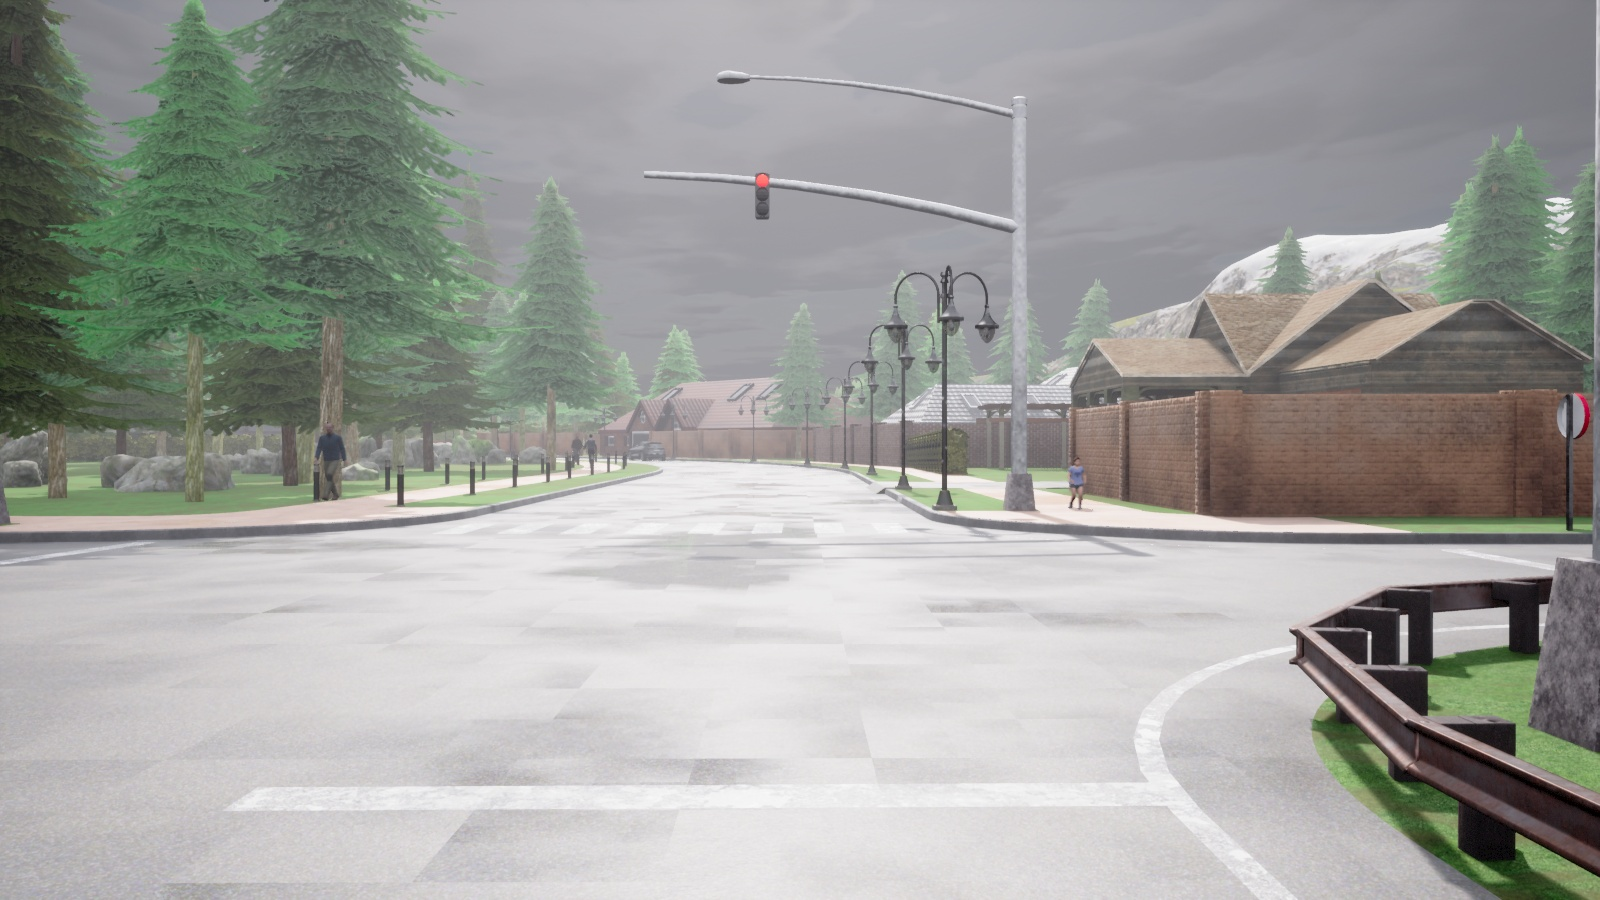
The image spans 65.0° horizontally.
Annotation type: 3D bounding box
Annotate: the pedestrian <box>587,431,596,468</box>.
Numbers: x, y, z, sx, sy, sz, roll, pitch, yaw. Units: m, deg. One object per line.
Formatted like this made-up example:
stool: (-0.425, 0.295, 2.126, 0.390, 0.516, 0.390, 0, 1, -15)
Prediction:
pedestrian: (-11.028, -0.012, 66.411, 0.423, 1.949, 0.788, 0, 0, -8)

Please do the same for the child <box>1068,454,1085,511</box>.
child: (5.439, 0.627, 24.712, 0.255, 1.110, 0.394, 0, 0, 1)

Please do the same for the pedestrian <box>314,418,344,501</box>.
pedestrian: (-10.513, 0.205, 28.048, 0.402, 1.842, 0.726, 0, 0, 0)

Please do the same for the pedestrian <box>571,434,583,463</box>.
pedestrian: (-14.582, -0.103, 82.139, 0.634, 1.844, 0.899, 0, 0, -19)
